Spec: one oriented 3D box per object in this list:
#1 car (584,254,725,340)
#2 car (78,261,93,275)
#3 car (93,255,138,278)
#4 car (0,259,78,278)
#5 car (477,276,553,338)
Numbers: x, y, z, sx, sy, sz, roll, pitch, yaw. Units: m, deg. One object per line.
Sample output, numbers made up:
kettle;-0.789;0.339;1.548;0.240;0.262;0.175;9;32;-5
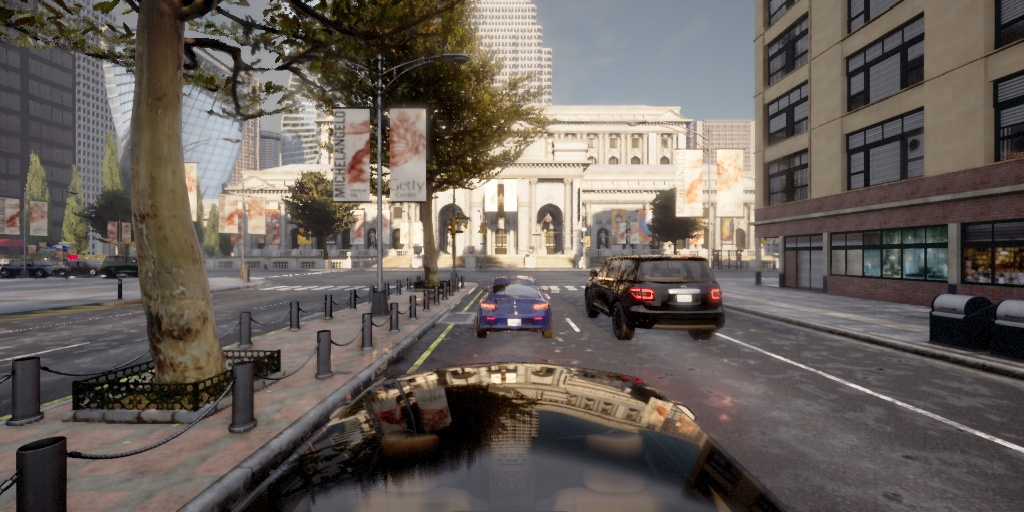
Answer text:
car;3.579;0.971;10.121;2.150;2.045;5.566;0;0;0
car;-44.450;1.255;37.615;4.892;1.490;1.837;0;0;-1
car;-35.669;0.971;34.171;5.566;2.045;2.150;0;0;0
car;-45.080;1.102;34.091;4.553;1.767;2.097;0;0;-2
car;0.072;1.276;10.110;1.812;1.442;4.674;0;0;0
